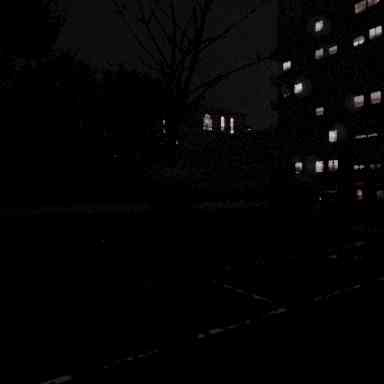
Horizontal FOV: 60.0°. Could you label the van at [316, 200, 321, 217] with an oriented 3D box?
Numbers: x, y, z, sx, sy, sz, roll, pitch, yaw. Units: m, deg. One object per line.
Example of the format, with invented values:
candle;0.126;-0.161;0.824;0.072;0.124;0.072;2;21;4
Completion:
van;10.526;1.628;32.576;1.690;1.788;3.998;-1;0;-36
